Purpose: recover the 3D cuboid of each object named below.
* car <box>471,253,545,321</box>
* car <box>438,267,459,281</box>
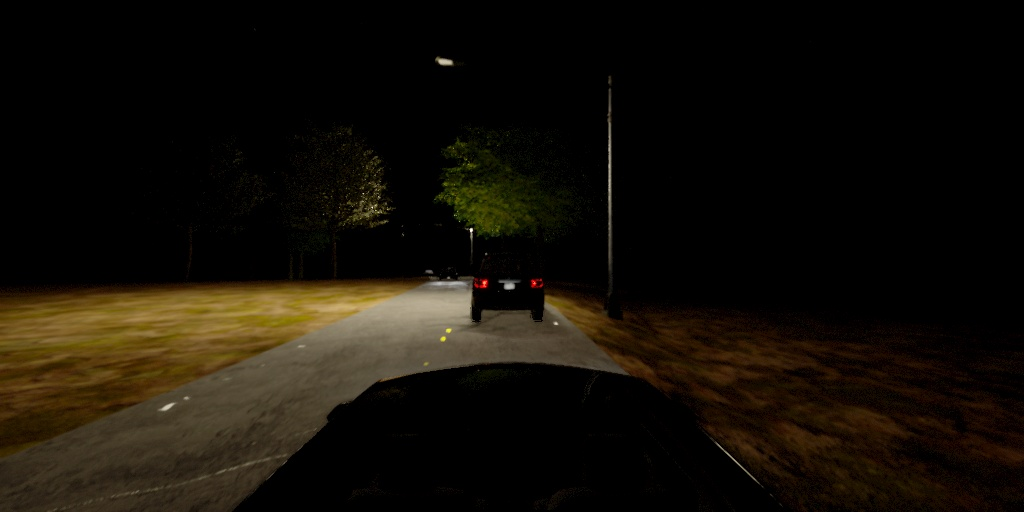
[{"bbox_3d":[-0.247,0.951,12.463,2.150,2.045,5.566,1,-1,-4],"label":"car"},{"bbox_3d":[-6.110,1.741,34.688,1.895,1.301,4.718,0,-2,-10],"label":"car"}]
